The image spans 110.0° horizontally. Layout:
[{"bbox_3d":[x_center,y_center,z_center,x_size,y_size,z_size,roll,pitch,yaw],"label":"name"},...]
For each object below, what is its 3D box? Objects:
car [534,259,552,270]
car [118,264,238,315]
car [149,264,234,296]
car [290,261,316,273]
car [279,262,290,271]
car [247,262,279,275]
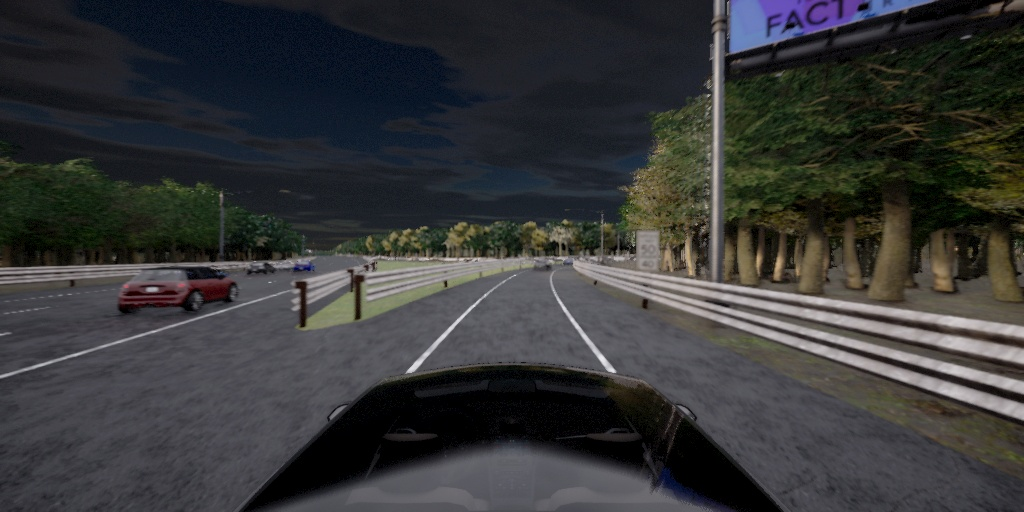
[{"bbox_3d":[4.093,1.076,46.989,2.128,1.511,4.902,1,0,14],"label":"car"},{"bbox_3d":[-13.007,1.176,14.385,2.097,1.767,4.553,0,0,-17],"label":"car"},{"bbox_3d":[-18.691,1.309,21.275,1.882,1.535,5.008,0,0,-18],"label":"car"},{"bbox_3d":[-27.755,1.420,48.147,1.882,1.535,5.008,0,0,-20],"label":"car"},{"bbox_3d":[-33.112,1.559,52.355,1.895,1.301,4.718,0,0,-20],"label":"car"},{"bbox_3d":[-29.347,1.429,42.066,1.812,1.442,4.674,0,-1,-18],"label":"car"}]
